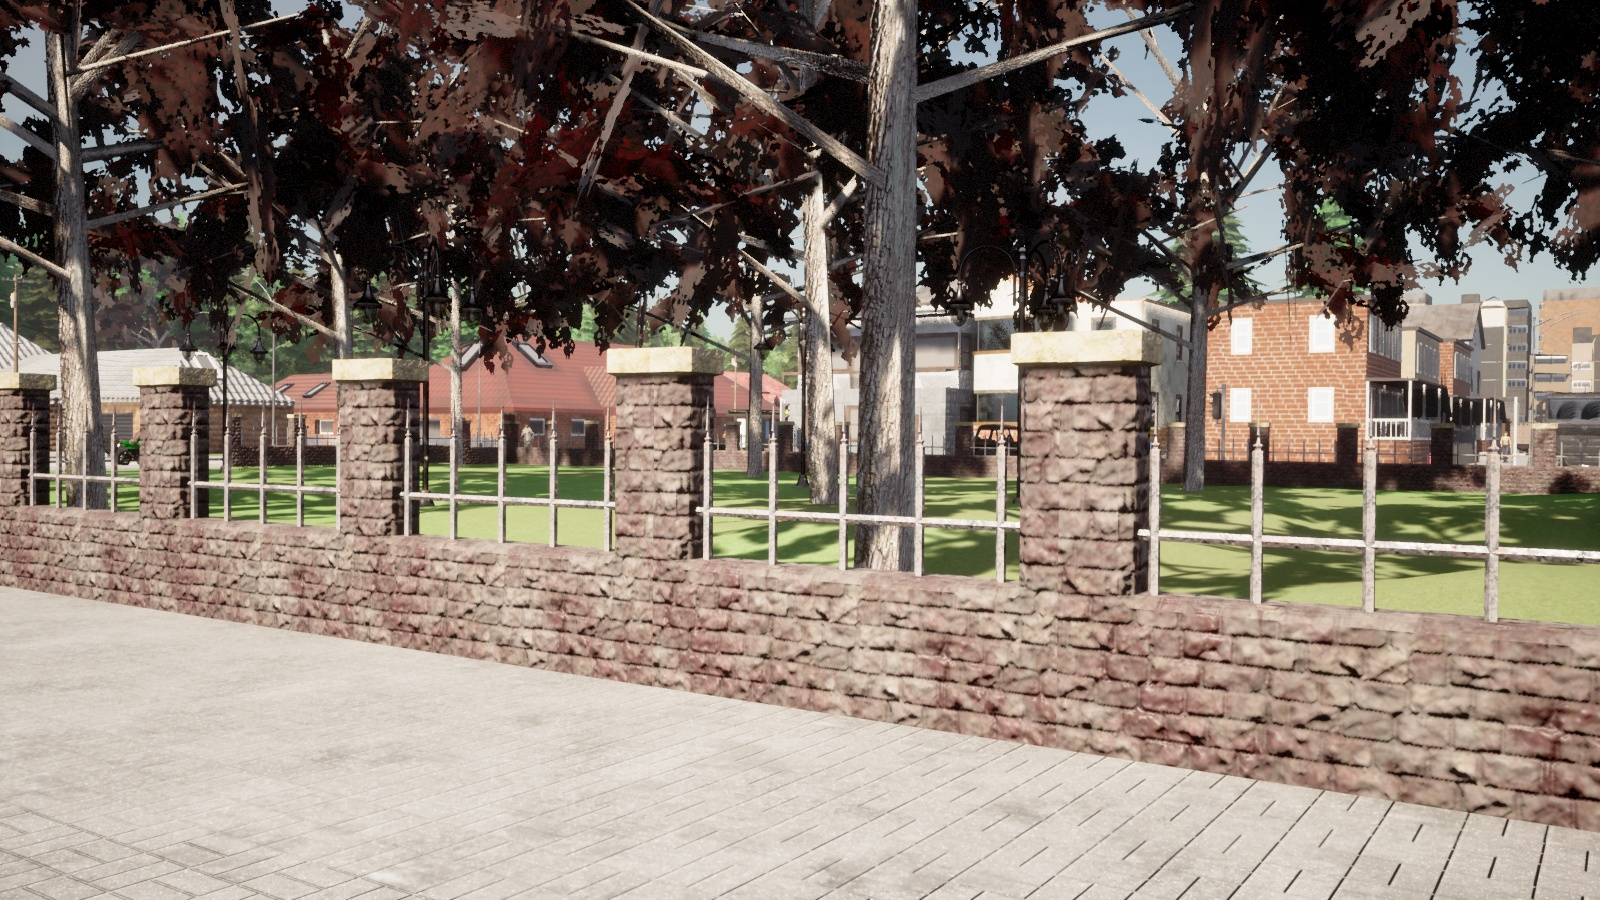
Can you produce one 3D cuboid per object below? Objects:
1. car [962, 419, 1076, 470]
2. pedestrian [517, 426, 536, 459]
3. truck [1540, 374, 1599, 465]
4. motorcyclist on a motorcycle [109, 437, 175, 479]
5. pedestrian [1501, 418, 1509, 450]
[{"bbox_3d":[8.383,-0.206,48.138,3.866,1.878,1.905,0,1,32],"label":"car"},{"bbox_3d":[-16.520,-0.446,75.933,0.659,1.952,0.873,0,1,32],"label":"pedestrian"},{"bbox_3d":[32.180,-1.243,51.332,2.891,3.462,7.936,0,1,34],"label":"truck"},{"bbox_3d":[-24.805,0.291,47.363,0.797,1.523,2.044,0,1,32],"label":"motorcyclist on a motorcycle"},{"bbox_3d":[40.857,-0.922,72.743,0.345,1.836,0.594,0,1,33],"label":"pedestrian"}]
